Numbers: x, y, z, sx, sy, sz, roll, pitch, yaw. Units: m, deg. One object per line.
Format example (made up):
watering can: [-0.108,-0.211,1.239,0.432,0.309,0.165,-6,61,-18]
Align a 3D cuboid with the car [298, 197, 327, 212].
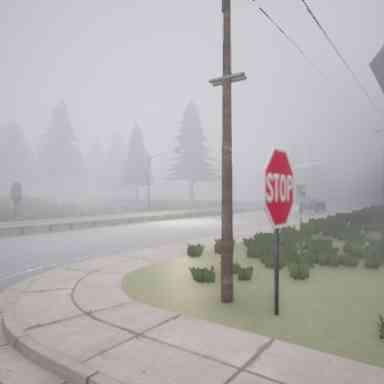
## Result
car: [13.696,1.361,37.676,2.097,1.767,4.553,0,0,36]
